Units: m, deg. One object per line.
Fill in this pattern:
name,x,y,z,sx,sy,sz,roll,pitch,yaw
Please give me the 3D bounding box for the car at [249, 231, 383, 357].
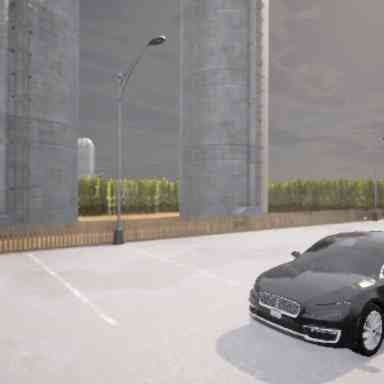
car,3.199,1.540,6.188,4.892,1.490,1.837,1,-1,-35
